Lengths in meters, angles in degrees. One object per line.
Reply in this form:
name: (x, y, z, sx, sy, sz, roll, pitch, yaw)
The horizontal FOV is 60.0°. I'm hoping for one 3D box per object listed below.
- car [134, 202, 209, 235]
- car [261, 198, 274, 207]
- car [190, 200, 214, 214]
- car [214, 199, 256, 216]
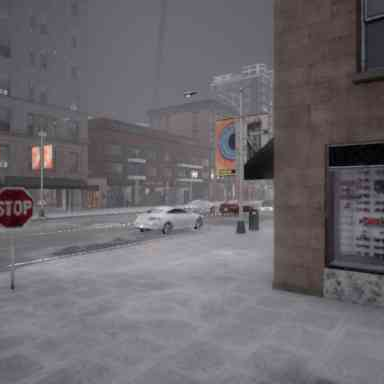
car: (-1.223, 1.509, 18.835, 1.812, 1.442, 4.674, 0, 0, 35)
car: (11.705, 1.530, 48.400, 1.994, 1.385, 4.181, 0, 0, 35)
car: (0.594, 1.484, 32.947, 1.812, 1.442, 4.674, 0, 0, 35)
car: (4.535, 1.436, 32.541, 1.882, 1.535, 5.008, 0, 0, 35)
